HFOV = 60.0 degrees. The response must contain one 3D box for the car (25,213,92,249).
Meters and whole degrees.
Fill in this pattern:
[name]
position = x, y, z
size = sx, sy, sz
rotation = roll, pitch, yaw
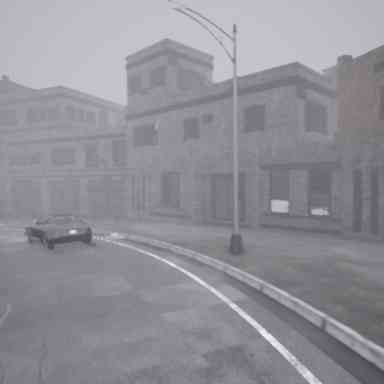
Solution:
[car]
position = -6.361, 1.702, 15.679
size = 1.994, 1.385, 4.181
rotation = -3, 1, -40
